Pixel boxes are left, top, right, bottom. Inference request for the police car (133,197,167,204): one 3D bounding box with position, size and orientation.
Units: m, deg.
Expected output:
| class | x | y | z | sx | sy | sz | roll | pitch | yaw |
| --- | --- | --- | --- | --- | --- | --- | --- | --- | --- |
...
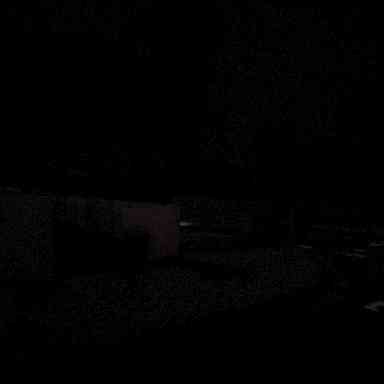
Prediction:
| class | x | y | z | sx | sy | sz | roll | pitch | yaw |
| --- | --- | --- | --- | --- | --- | --- | --- | --- | --- |
| police car | -3.103 | 1.190 | 24.272 | 2.038 | 1.542 | 4.974 | 1 | 0 | -36 |
